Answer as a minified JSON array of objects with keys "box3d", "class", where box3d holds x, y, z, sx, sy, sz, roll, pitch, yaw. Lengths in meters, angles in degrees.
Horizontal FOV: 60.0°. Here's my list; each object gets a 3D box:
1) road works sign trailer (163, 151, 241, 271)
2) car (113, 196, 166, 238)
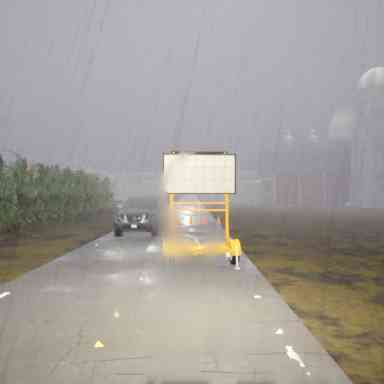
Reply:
[{"box3d":[0.231,0.471,11.005,2.380,3.560,2.880,0,0,-4],"class":"road works sign trailer"},{"box3d":[-2.679,1.244,18.193,2.150,2.045,5.566,0,0,0],"class":"car"}]
